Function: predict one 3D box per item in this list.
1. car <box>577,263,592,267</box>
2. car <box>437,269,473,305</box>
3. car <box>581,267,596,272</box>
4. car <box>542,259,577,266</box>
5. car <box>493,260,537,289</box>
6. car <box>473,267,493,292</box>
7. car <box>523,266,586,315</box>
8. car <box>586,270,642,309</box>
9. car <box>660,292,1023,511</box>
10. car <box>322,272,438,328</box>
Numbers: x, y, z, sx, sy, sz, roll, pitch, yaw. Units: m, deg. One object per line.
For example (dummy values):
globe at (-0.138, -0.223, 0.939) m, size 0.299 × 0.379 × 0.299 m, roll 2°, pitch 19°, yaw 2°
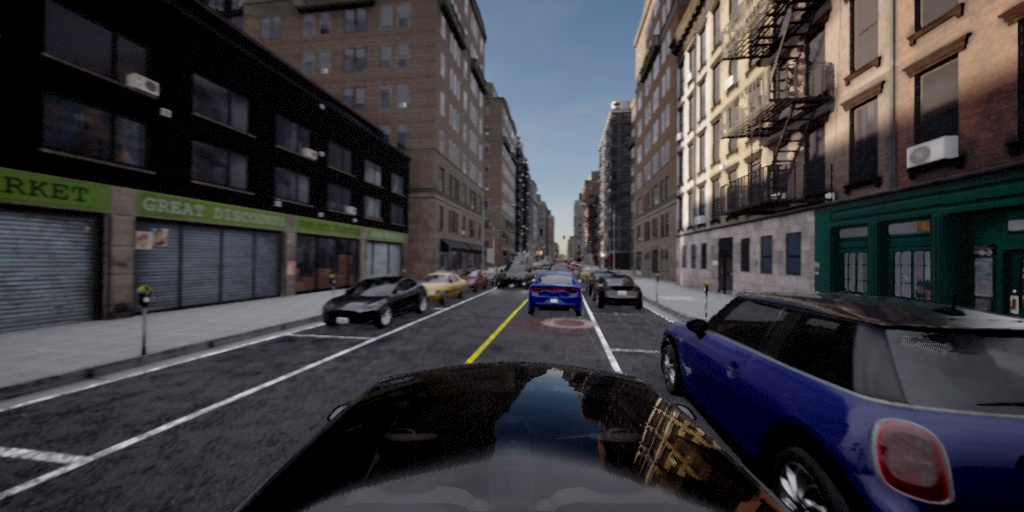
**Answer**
car at (6.897, 1.598, 32.095) m, size 1.751 × 1.417 × 4.829 m, roll 0°, pitch 0°, yaw 8°
car at (-3.429, 1.370, 16.854) m, size 1.751 × 1.417 × 4.829 m, roll 0°, pitch 0°, yaw 8°
car at (5.315, 1.537, 21.213) m, size 1.948 × 1.339 × 4.313 m, roll 0°, pitch 0°, yaw 8°
car at (3.751, 1.363, 28.046) m, size 2.097 × 1.767 × 4.553 m, roll 1°, pitch 0°, yaw 8°
car at (0.297, 1.300, 24.746) m, size 2.097 × 1.767 × 4.553 m, roll 1°, pitch 0°, yaw 8°
car at (-2.625, 1.480, 22.378) m, size 1.802 × 1.307 × 4.207 m, roll 0°, pitch 0°, yaw 8°
car at (1.767, 1.354, 14.419) m, size 1.882 × 1.535 × 5.008 m, roll 1°, pitch 0°, yaw 8°
car at (4.535, 1.483, 15.857) m, size 1.948 × 1.339 × 4.313 m, roll 0°, pitch 0°, yaw 8°
car at (3.142, 1.153, 3.789) m, size 2.097 × 1.767 × 4.553 m, roll 1°, pitch 0°, yaw 8°
car at (-4.183, 1.357, 11.666) m, size 1.948 × 1.339 × 4.313 m, roll 0°, pitch 0°, yaw 8°
